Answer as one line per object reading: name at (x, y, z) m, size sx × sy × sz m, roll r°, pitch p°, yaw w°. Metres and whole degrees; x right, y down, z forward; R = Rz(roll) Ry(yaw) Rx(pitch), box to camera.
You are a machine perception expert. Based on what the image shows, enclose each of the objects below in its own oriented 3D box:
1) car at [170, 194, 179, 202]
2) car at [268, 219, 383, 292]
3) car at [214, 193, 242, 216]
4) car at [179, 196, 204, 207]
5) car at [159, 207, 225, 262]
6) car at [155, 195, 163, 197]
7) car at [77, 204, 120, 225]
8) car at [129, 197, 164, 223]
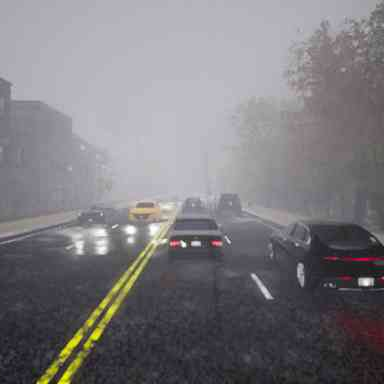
car at (-3.250, 1.252, 66.247) m, size 1.837 × 1.490 × 4.892 m, roll 0°, pitch 0°, yaw 0°
car at (3.352, 1.472, 8.824) m, size 1.837 × 1.490 × 4.892 m, roll 0°, pitch 0°, yaw 0°
car at (3.357, 1.104, 31.701) m, size 2.150 × 2.045 × 5.566 m, roll 0°, pitch 0°, yaw 0°
car at (0.107, 1.233, 32.142) m, size 2.097 × 1.767 × 4.553 m, roll 0°, pitch 0°, yaw 0°
car at (0.103, 1.503, 11.945) m, size 2.033 × 1.411 × 5.357 m, roll 0°, pitch 0°, yaw 0°
car at (-6.494, 1.319, 64.917) m, size 2.033 × 1.411 × 5.357 m, roll 0°, pitch 0°, yaw 0°
car at (-6.595, 1.513, 23.781) m, size 1.895 × 1.301 × 4.718 m, roll 0°, pitch 0°, yaw 0°
car at (-3.344, 1.387, 24.593) m, size 1.882 × 1.535 × 5.008 m, roll 0°, pitch 0°, yaw 0°
